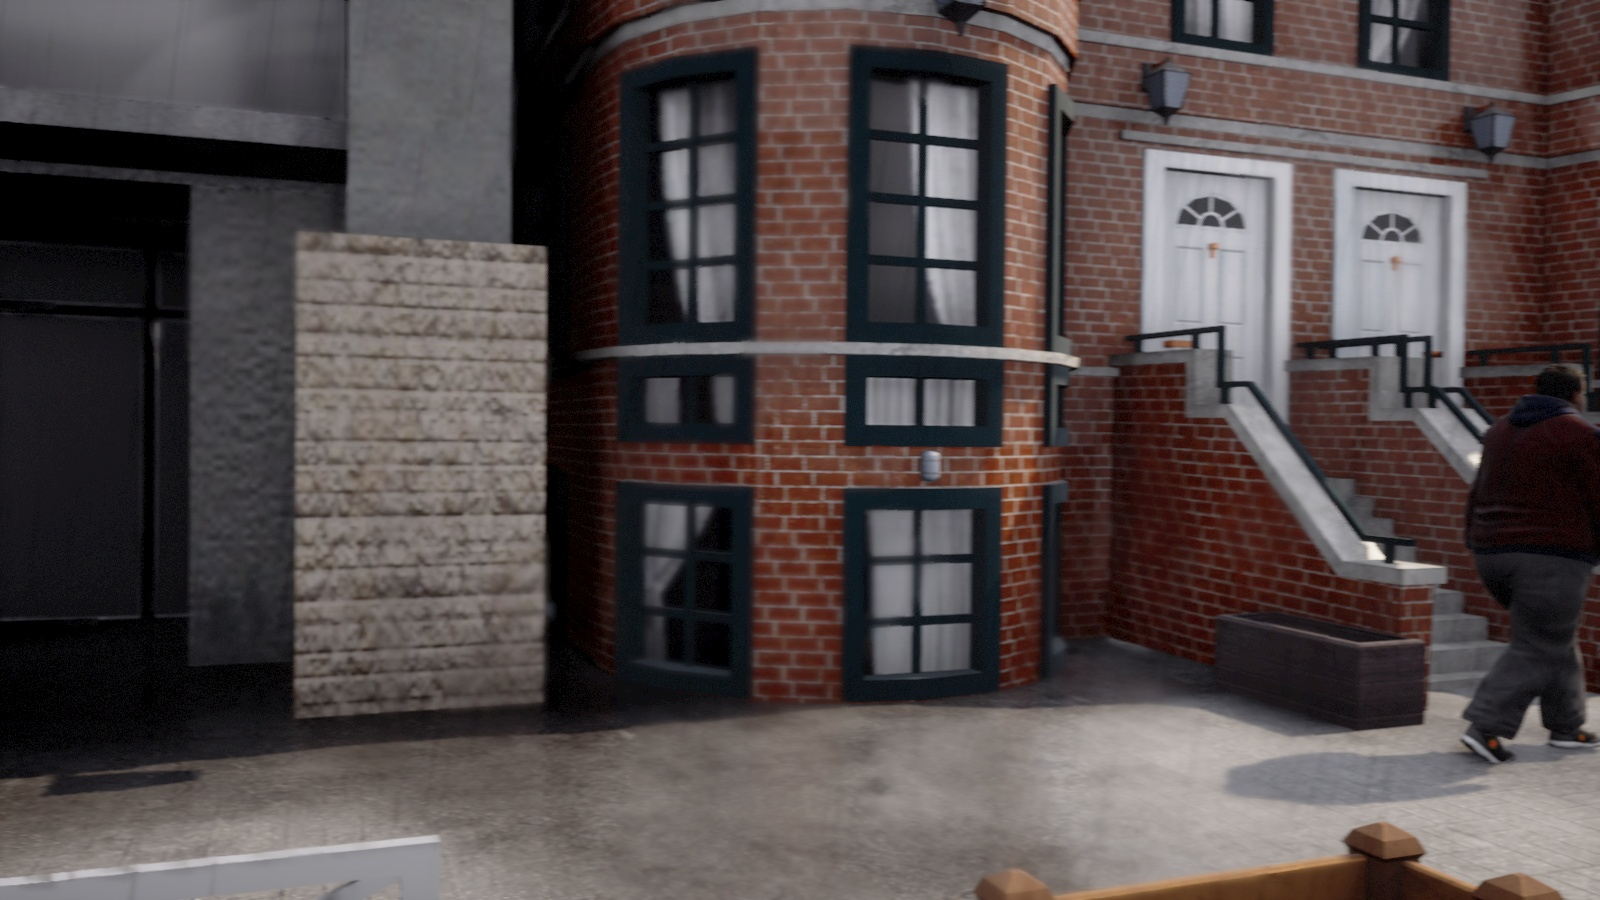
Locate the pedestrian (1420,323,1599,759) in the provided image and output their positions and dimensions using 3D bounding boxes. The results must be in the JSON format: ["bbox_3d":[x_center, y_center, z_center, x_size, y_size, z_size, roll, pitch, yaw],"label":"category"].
[{"bbox_3d":[3.432,0.378,5.700,0.899,1.844,0.634,-1,1,-11],"label":"pedestrian"}]
